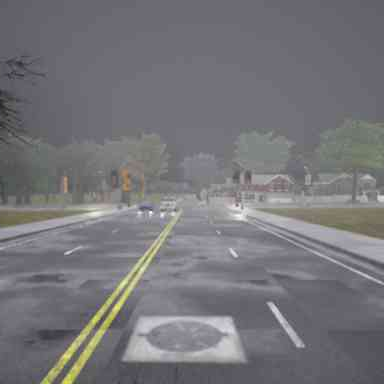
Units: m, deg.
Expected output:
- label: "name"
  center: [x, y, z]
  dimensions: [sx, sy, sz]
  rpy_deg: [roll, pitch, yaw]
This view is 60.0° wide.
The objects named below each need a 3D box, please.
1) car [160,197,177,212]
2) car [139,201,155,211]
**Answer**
- label: "car"
  center: [-3.314, 1.739, 48.000]
  dimensions: [2.150, 2.045, 5.566]
  rpy_deg: [0, -1, 0]
- label: "car"
  center: [-6.557, 1.998, 48.552]
  dimensions: [1.882, 1.535, 5.008]
  rpy_deg: [0, -1, 0]
